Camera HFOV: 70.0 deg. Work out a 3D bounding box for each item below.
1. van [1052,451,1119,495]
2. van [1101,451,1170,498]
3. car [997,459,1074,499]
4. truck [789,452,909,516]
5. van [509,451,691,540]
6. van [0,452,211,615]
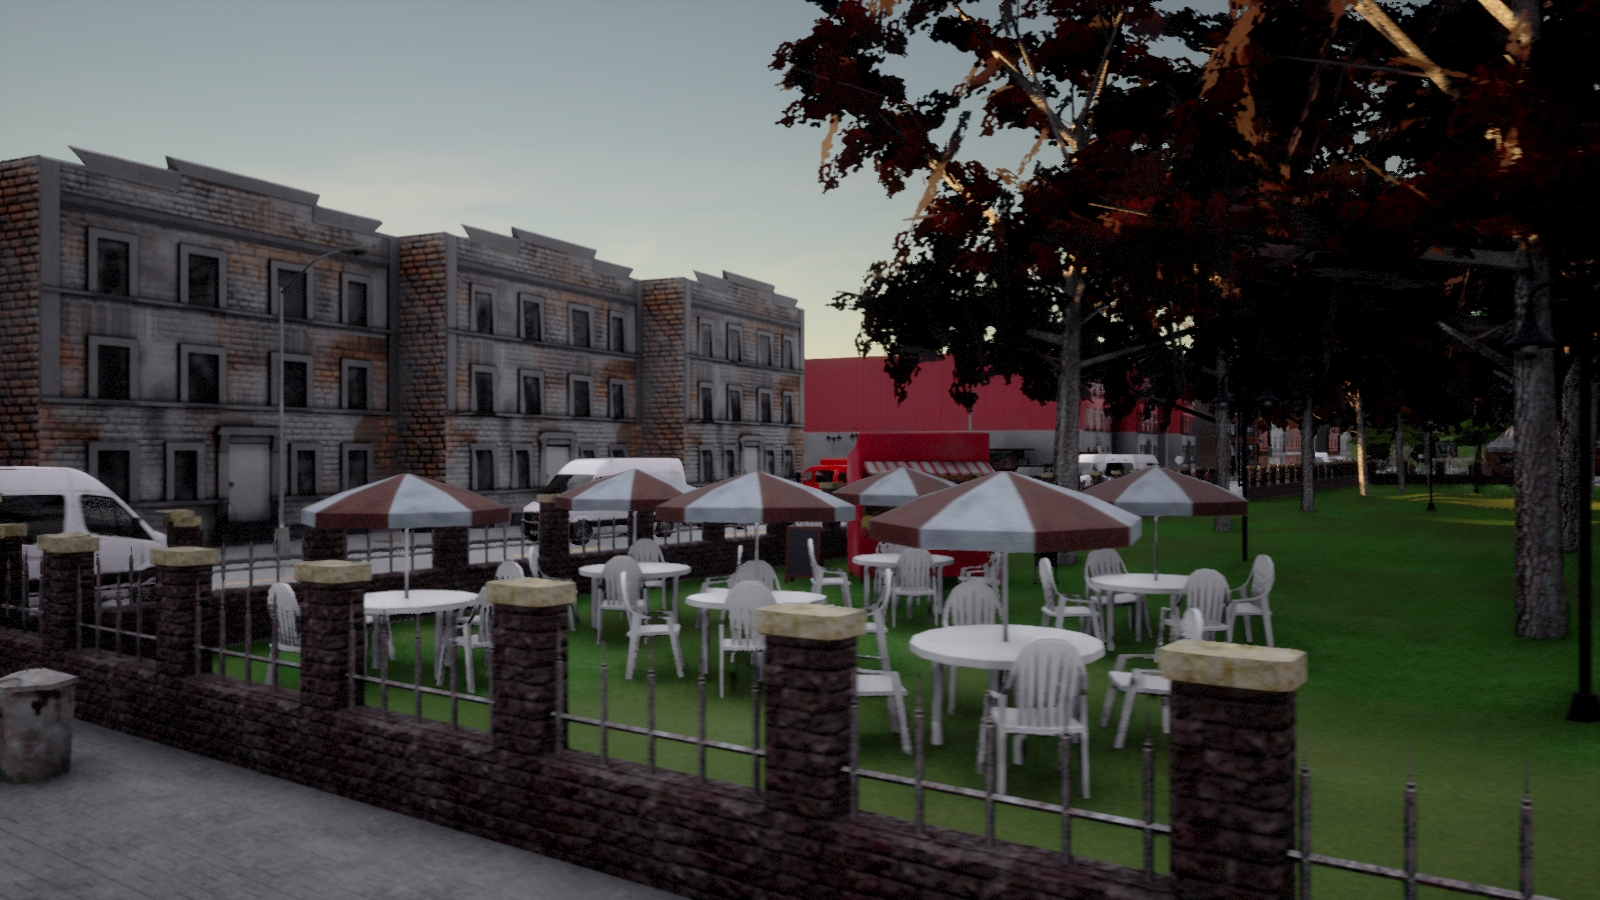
[{"bbox_3d":[17.363,1.314,69.278,1.988,2.561,5.915,0,0,35],"label":"van"},{"bbox_3d":[19.077,1.314,64.754,1.988,2.561,5.915,0,0,35],"label":"van"},{"bbox_3d":[13.080,1.560,63.099,2.150,2.045,5.566,0,0,35],"label":"car"},{"bbox_3d":[2.109,1.346,47.459,2.627,2.467,5.204,0,0,35],"label":"truck"},{"bbox_3d":[-6.101,1.315,35.724,1.988,2.561,5.915,0,0,35],"label":"van"},{"bbox_3d":[-13.127,1.314,18.908,1.988,2.561,5.915,0,0,28],"label":"van"}]
